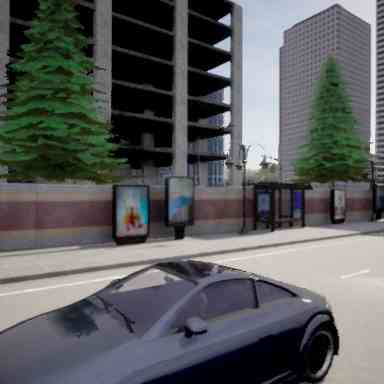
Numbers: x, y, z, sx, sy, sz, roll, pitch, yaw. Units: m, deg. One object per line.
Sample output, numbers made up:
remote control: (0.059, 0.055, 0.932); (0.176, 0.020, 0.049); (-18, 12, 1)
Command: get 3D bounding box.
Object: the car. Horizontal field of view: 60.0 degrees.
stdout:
car: (-0.149, 1.582, 3.893); (4.181, 1.385, 1.994); (0, 0, -36)
